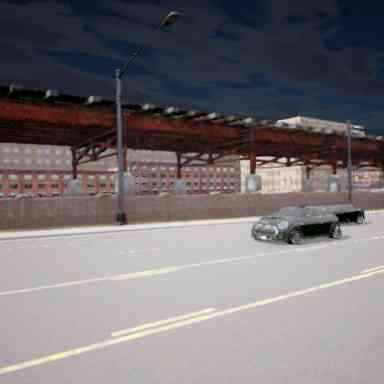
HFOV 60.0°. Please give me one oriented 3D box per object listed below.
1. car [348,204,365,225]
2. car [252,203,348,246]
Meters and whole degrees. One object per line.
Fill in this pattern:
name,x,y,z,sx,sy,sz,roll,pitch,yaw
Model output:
car,10.182,1.558,23.476,5.008,1.535,1.882,0,0,-34
car,4.999,1.413,15.840,4.553,1.767,2.097,0,0,-34
